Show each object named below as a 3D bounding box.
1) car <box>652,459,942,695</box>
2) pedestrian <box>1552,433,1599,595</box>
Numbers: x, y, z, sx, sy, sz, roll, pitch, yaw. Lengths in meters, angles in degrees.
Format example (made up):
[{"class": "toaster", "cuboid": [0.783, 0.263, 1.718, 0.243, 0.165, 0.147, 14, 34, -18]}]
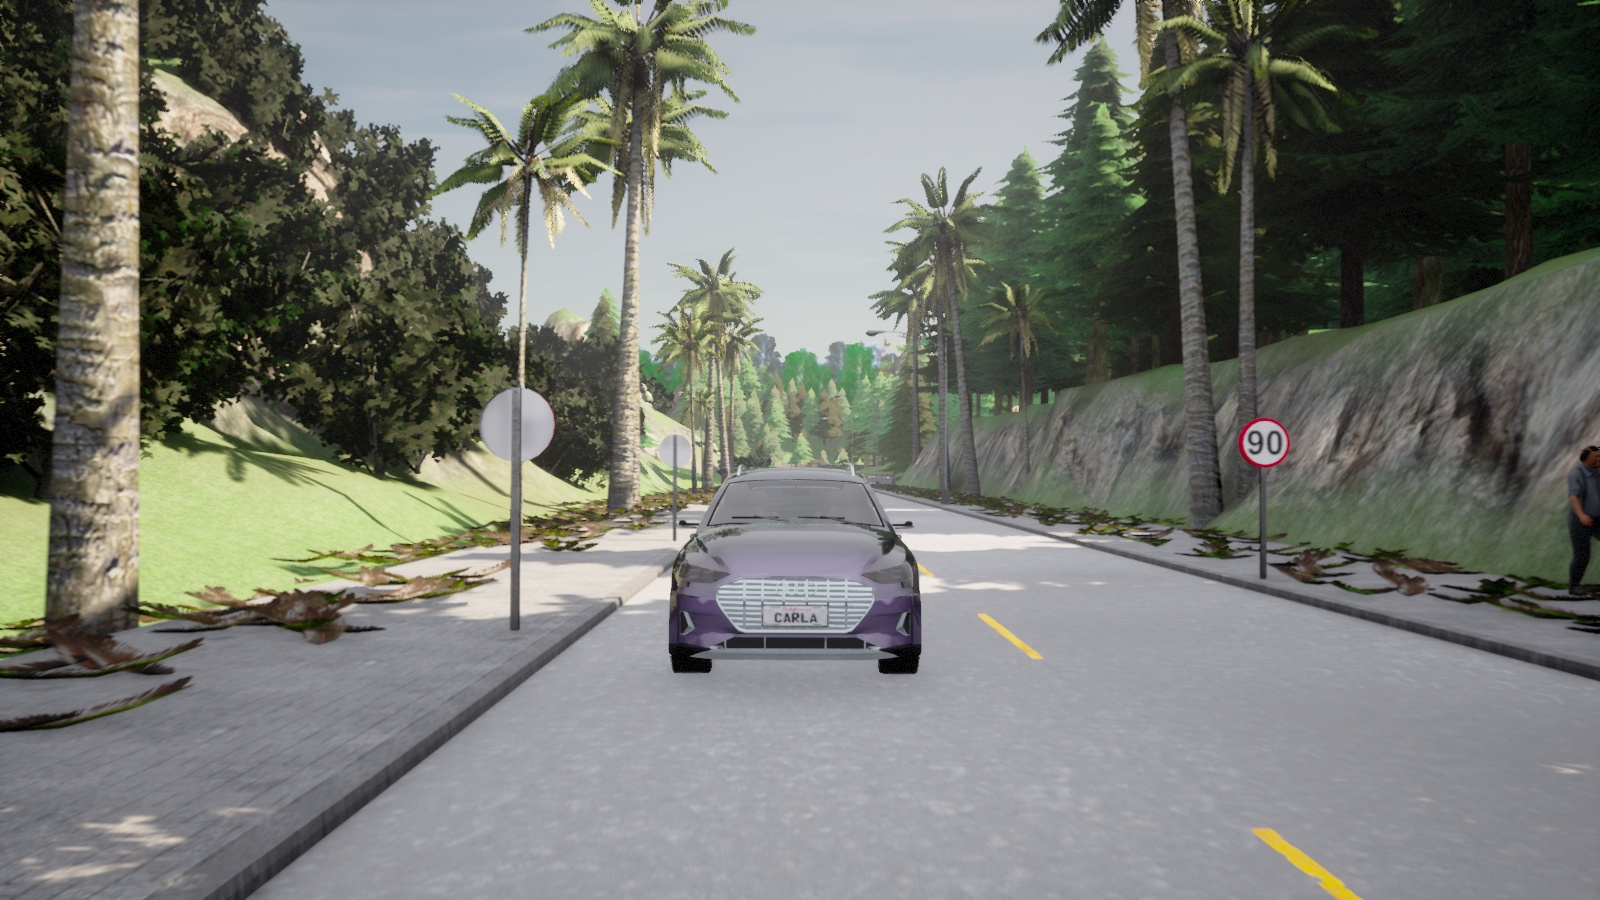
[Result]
[{"class": "car", "cuboid": [-0.031, 0.934, 11.263, 2.033, 1.649, 4.856, 0, -1, 0]}, {"class": "pedestrian", "cuboid": [9.261, 0.733, 14.653, 0.540, 1.848, 0.694, 0, -1, 0]}]
